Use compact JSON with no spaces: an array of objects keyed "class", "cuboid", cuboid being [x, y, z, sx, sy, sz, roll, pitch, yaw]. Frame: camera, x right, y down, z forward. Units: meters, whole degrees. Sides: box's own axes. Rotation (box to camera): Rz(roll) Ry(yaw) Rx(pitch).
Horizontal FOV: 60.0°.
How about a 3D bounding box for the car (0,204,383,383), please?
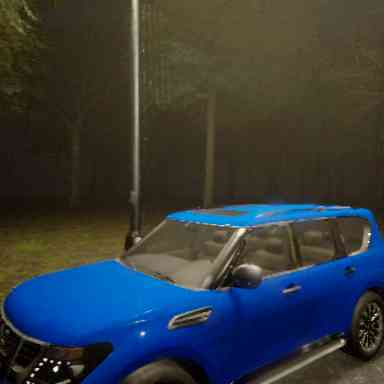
[{"class":"car","cuboid":[0.530,1.223,4.386,5.566,2.045,2.150,0,0,-36]}]
